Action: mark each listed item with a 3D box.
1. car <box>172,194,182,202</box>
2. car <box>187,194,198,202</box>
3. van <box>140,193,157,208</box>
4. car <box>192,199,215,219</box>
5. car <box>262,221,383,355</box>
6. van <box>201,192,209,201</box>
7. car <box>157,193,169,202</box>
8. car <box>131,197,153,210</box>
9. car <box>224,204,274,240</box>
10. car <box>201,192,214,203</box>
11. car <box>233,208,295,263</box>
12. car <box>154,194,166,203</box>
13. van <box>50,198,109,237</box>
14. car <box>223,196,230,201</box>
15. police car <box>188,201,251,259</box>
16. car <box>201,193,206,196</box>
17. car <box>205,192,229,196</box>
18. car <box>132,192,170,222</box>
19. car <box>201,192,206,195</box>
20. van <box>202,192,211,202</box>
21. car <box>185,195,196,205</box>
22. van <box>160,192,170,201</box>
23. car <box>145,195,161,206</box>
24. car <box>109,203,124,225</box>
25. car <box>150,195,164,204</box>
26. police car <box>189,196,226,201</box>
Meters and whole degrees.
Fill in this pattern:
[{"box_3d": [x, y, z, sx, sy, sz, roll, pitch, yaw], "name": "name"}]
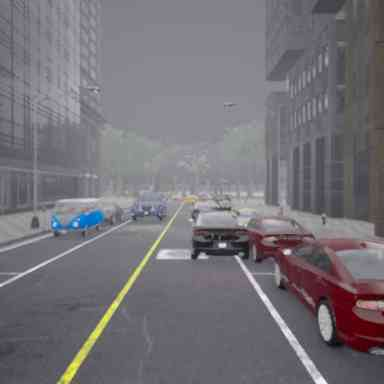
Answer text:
[{"box_3d": [-2.971, 1.101, 65.459, 1.882, 1.535, 5.008, 0, 1, 0], "name": "car"}, {"box_3d": [0.035, 1.182, 64.039, 1.994, 1.385, 4.181, 0, 0, 0], "name": "car"}, {"box_3d": [-5.740, 1.072, 44.179, 1.690, 1.788, 3.998, 0, 0, 0], "name": "van"}, {"box_3d": [0.916, 1.351, 28.255, 1.812, 1.442, 4.674, 0, 0, 0], "name": "car"}, {"box_3d": [2.766, 1.506, 6.113, 1.887, 1.381, 4.507, 0, 0, 0], "name": "car"}, {"box_3d": [2.800, 0.918, 71.361, 1.690, 1.788, 3.998, 0, 0, 0], "name": "van"}, {"box_3d": [-5.728, 1.047, 65.929, 1.967, 1.590, 4.097, 0, 0, 0], "name": "car"}, {"box_3d": [-5.742, 1.328, 38.742, 1.947, 1.339, 4.313, 0, 0, 0], "name": "car"}, {"box_3d": [2.771, 1.418, 17.158, 1.752, 1.417, 4.829, 0, 0, 0], "name": "car"}, {"box_3d": [2.794, 0.952, 60.486, 2.192, 1.841, 5.009, 0, 0, 0], "name": "car"}, {"box_3d": [2.769, 1.472, 11.550, 1.887, 1.381, 4.507, 0, 0, 0], "name": "car"}, {"box_3d": [-5.731, 1.164, 60.322, 1.752, 1.417, 4.829, 0, 0, 0], "name": "car"}, {"box_3d": [-5.754, 1.235, 16.991, 1.690, 1.788, 3.998, 0, 0, 0], "name": "van"}, {"box_3d": [2.777, 1.352, 28.032, 1.752, 1.417, 4.829, 0, 0, 0], "name": "car"}, {"box_3d": [0.897, 1.347, 12.364, 1.930, 1.638, 5.238, 0, 0, 0], "name": "police car"}, {"box_3d": [2.788, 1.244, 49.613, 1.887, 1.381, 4.507, 0, 0, 0], "name": "car"}, {"box_3d": [2.780, 1.110, 33.299, 2.192, 1.841, 5.009, 0, 0, 0], "name": "car"}, {"box_3d": [-3.084, 1.067, 25.208, 2.150, 2.045, 5.566, 0, 0, 0], "name": "car"}, {"box_3d": [2.791, 1.108, 55.049, 1.967, 1.590, 4.097, 0, 0, 0], "name": "car"}, {"box_3d": [2.797, 0.948, 65.924, 1.690, 1.788, 3.998, 0, 0, 0], "name": "van"}, {"box_3d": [0.034, 1.176, 49.731, 1.882, 1.535, 5.008, 0, 1, 0], "name": "car"}, {"box_3d": [-5.726, 0.918, 71.366, 1.690, 1.788, 3.998, 0, 0, 0], "name": "van"}, {"box_3d": [-5.737, 1.225, 49.447, 1.752, 1.417, 4.829, 0, 0, 0], "name": "car"}, {"box_3d": [-5.751, 1.411, 22.430, 2.008, 1.369, 4.403, 0, 0, 0], "name": "car"}, {"box_3d": [-5.734, 1.234, 55.055, 1.947, 1.339, 4.313, 0, 0, 0], "name": "car"}, {"box_3d": [0.912, 1.286, 22.365, 1.930, 1.638, 5.238, 0, 0, 0], "name": "police car"}]
